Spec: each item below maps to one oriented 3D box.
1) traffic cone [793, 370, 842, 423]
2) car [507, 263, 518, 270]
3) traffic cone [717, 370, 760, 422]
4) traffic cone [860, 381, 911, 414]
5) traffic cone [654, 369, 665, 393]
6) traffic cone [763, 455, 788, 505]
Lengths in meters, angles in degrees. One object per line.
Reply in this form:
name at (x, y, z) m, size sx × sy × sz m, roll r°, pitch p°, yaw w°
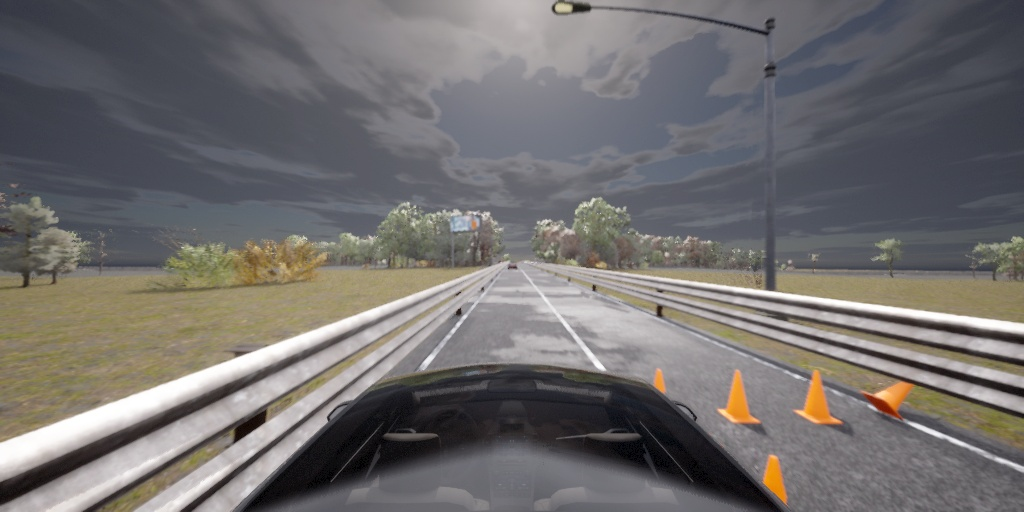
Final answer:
traffic cone at (3.863, 1.749, 4.545) m, size 0.340 × 0.580 × 0.340 m, roll 0°, pitch 0°, yaw 0°
car at (0.129, 1.892, 65.266) m, size 1.895 × 1.301 × 4.718 m, roll 0°, pitch 0°, yaw 0°
traffic cone at (2.863, 1.744, 4.548) m, size 0.340 × 0.580 × 0.340 m, roll 0°, pitch 0°, yaw 0°
traffic cone at (4.714, 1.623, 4.584) m, size 0.340 × 0.580 × 0.340 m, roll 0°, pitch 0°, yaw 4°
traffic cone at (1.863, 1.739, 4.550) m, size 0.340 × 0.580 × 0.340 m, roll 0°, pitch 0°, yaw 0°
traffic cone at (1.859, 1.722, 2.550) m, size 0.340 × 0.580 × 0.340 m, roll 0°, pitch 0°, yaw 0°
